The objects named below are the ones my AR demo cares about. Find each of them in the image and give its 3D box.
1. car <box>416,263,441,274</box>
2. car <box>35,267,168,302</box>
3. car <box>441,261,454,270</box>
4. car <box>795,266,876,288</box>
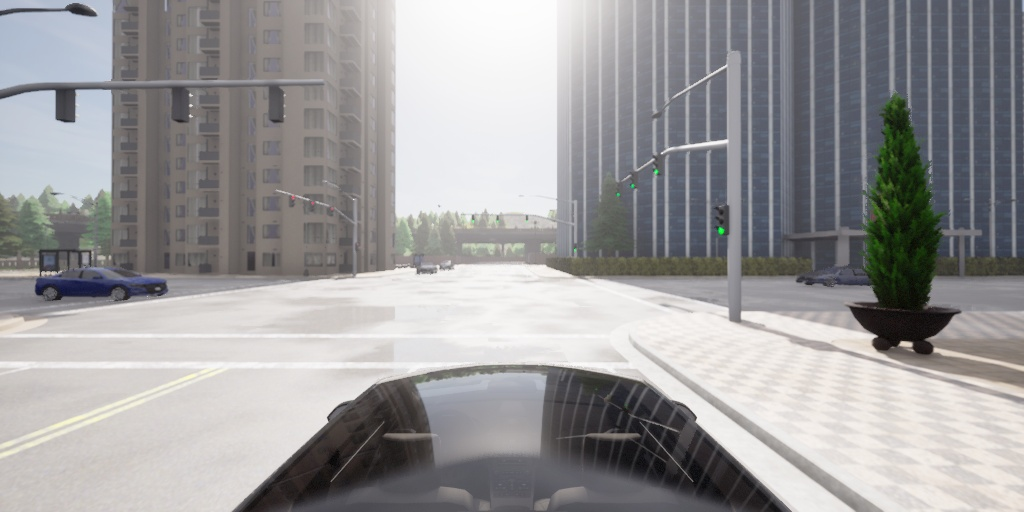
[{"bbox_3d":[-10.610,1.553,44.930,1.994,1.385,4.181,0,0,0],"label":"car"},{"bbox_3d":[-19.523,1.313,17.211,5.008,1.535,1.882,0,0,-1],"label":"car"},{"bbox_3d":[-10.604,1.555,58.176,2.128,1.511,4.902,0,0,0],"label":"car"},{"bbox_3d":[22.833,1.425,24.762,5.357,1.411,2.033,0,0,-1],"label":"car"}]
